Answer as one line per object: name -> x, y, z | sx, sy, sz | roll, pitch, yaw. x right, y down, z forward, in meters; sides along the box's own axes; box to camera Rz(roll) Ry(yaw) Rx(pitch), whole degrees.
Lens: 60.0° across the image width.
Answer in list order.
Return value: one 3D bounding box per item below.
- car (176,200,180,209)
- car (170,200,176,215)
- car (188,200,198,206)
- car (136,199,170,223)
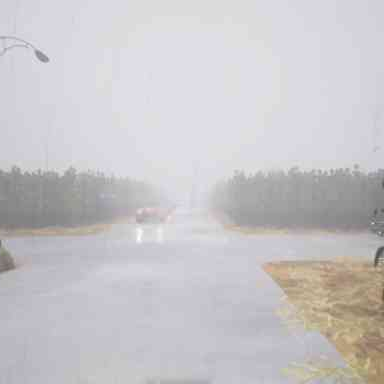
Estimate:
car -> -3.116, 1.785, 45.490 | 1.994, 1.385, 4.181 | 0, -1, 0
car -> -3.138, 1.513, 35.555 | 2.097, 1.767, 4.553 | 0, 0, 0
car -> 0.215, 2.278, 69.795 | 2.033, 1.411, 5.357 | 0, -1, 0
car -> -3.153, 1.484, 26.785 | 2.097, 1.767, 4.553 | 0, -1, 0
